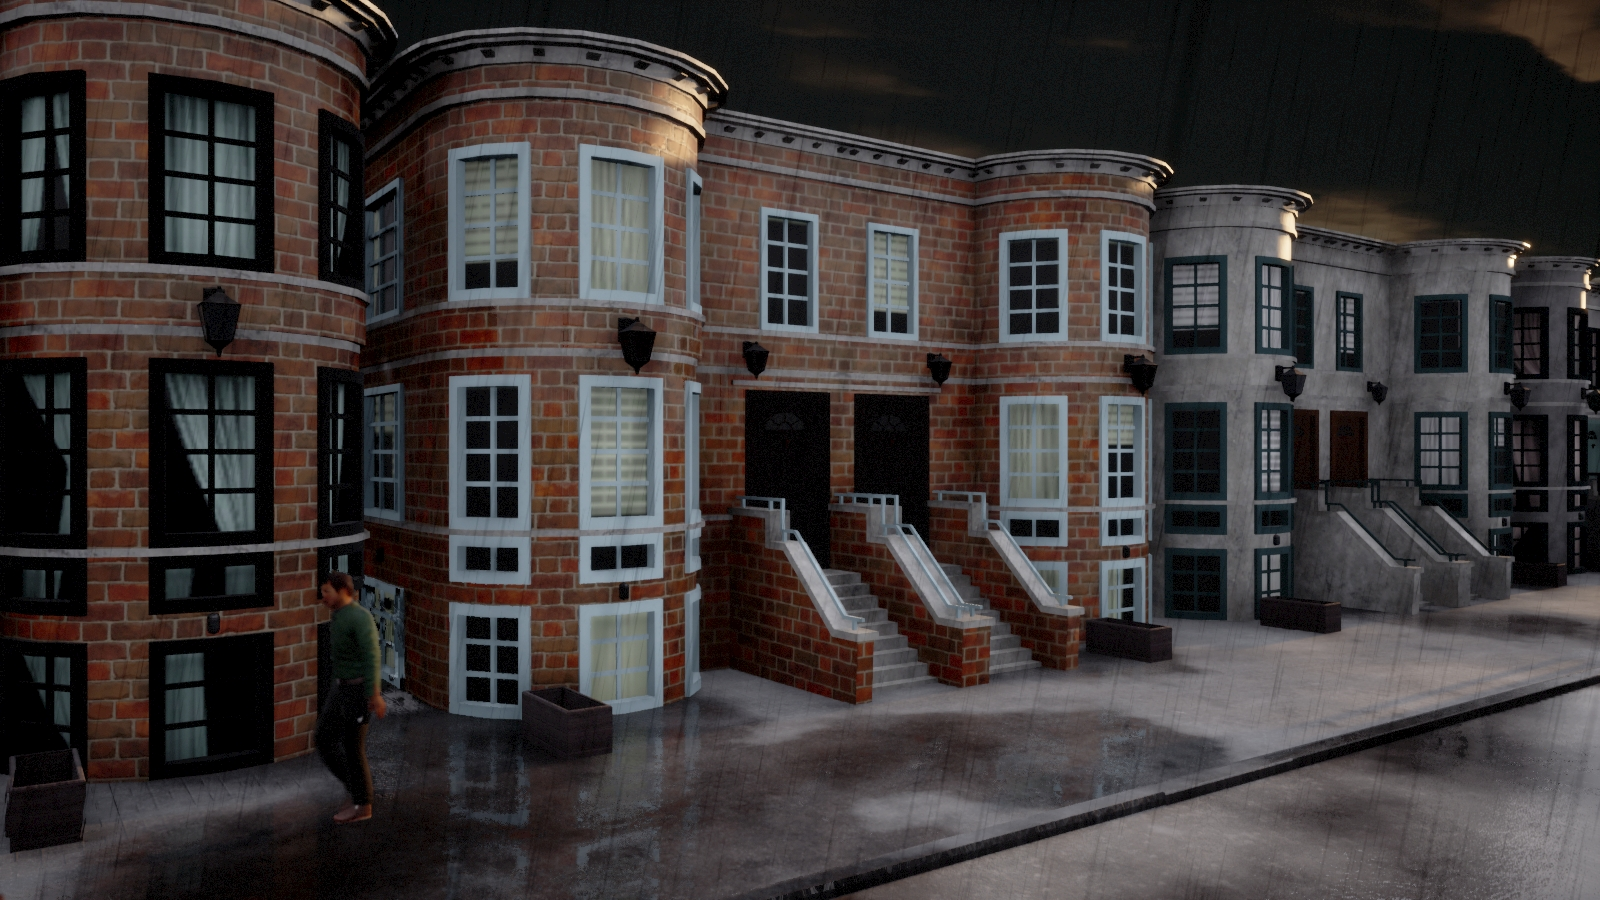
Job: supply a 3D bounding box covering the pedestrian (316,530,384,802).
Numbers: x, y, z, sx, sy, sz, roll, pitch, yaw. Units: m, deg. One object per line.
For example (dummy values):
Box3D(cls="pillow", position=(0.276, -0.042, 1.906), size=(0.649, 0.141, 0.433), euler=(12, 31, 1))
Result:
Box3D(cls="pedestrian", position=(-3.247, 1.525, 8.237), size=(0.375, 1.860, 0.375), euler=(0, 0, -36))
